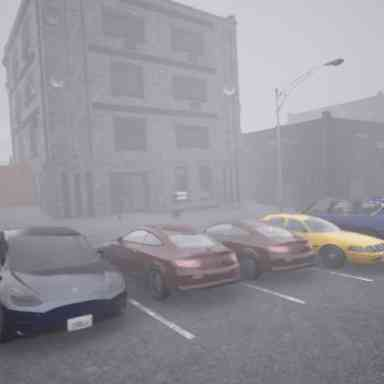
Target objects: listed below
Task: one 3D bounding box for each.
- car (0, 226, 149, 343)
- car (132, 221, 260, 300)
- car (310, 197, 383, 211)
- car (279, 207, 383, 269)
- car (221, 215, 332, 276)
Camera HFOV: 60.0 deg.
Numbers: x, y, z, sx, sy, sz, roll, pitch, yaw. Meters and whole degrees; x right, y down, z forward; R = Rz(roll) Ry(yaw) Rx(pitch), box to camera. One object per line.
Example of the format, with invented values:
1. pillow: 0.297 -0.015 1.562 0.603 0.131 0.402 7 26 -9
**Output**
1. car: -3.024 1.508 6.811 2.163 1.488 4.792 0 0 -36
2. car: -0.768 1.515 8.451 2.002 1.452 4.674 0 0 -35
3. car: 5.930 1.215 13.266 2.435 2.045 5.566 0 0 -35
4. car: 3.884 1.466 11.545 1.946 1.575 5.366 0 0 -35
5. car: 1.403 1.512 10.000 2.002 1.452 4.674 0 0 -35
